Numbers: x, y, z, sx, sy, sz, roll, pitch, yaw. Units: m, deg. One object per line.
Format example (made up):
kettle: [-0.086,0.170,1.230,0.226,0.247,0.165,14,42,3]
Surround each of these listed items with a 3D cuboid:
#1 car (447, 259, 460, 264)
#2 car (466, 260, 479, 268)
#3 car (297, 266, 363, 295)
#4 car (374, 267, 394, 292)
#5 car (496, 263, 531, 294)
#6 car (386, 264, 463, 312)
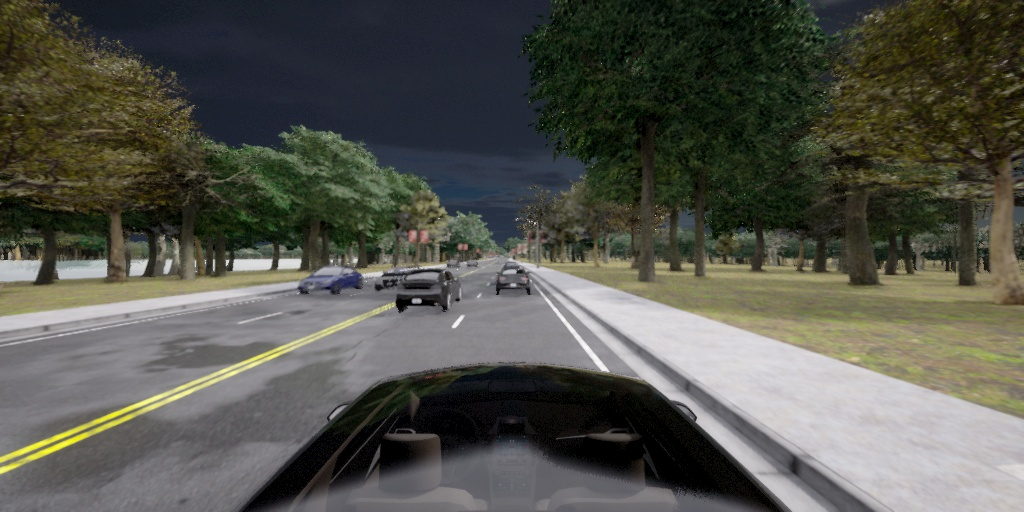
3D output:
car: [-10.140,1.362,62.310,1.837,1.490,4.892,0,0,0]
car: [-6.894,1.371,62.774,1.837,1.490,4.892,0,0,0]
car: [-9.884,1.284,19.976,1.812,1.442,4.674,0,0,0]
car: [-6.640,1.323,21.444,1.994,1.385,4.181,0,0,0]
car: [0.063,1.283,20.072,1.812,1.442,4.674,0,0,0]
car: [-3.168,1.259,14.328,1.837,1.490,4.892,0,0,0]
